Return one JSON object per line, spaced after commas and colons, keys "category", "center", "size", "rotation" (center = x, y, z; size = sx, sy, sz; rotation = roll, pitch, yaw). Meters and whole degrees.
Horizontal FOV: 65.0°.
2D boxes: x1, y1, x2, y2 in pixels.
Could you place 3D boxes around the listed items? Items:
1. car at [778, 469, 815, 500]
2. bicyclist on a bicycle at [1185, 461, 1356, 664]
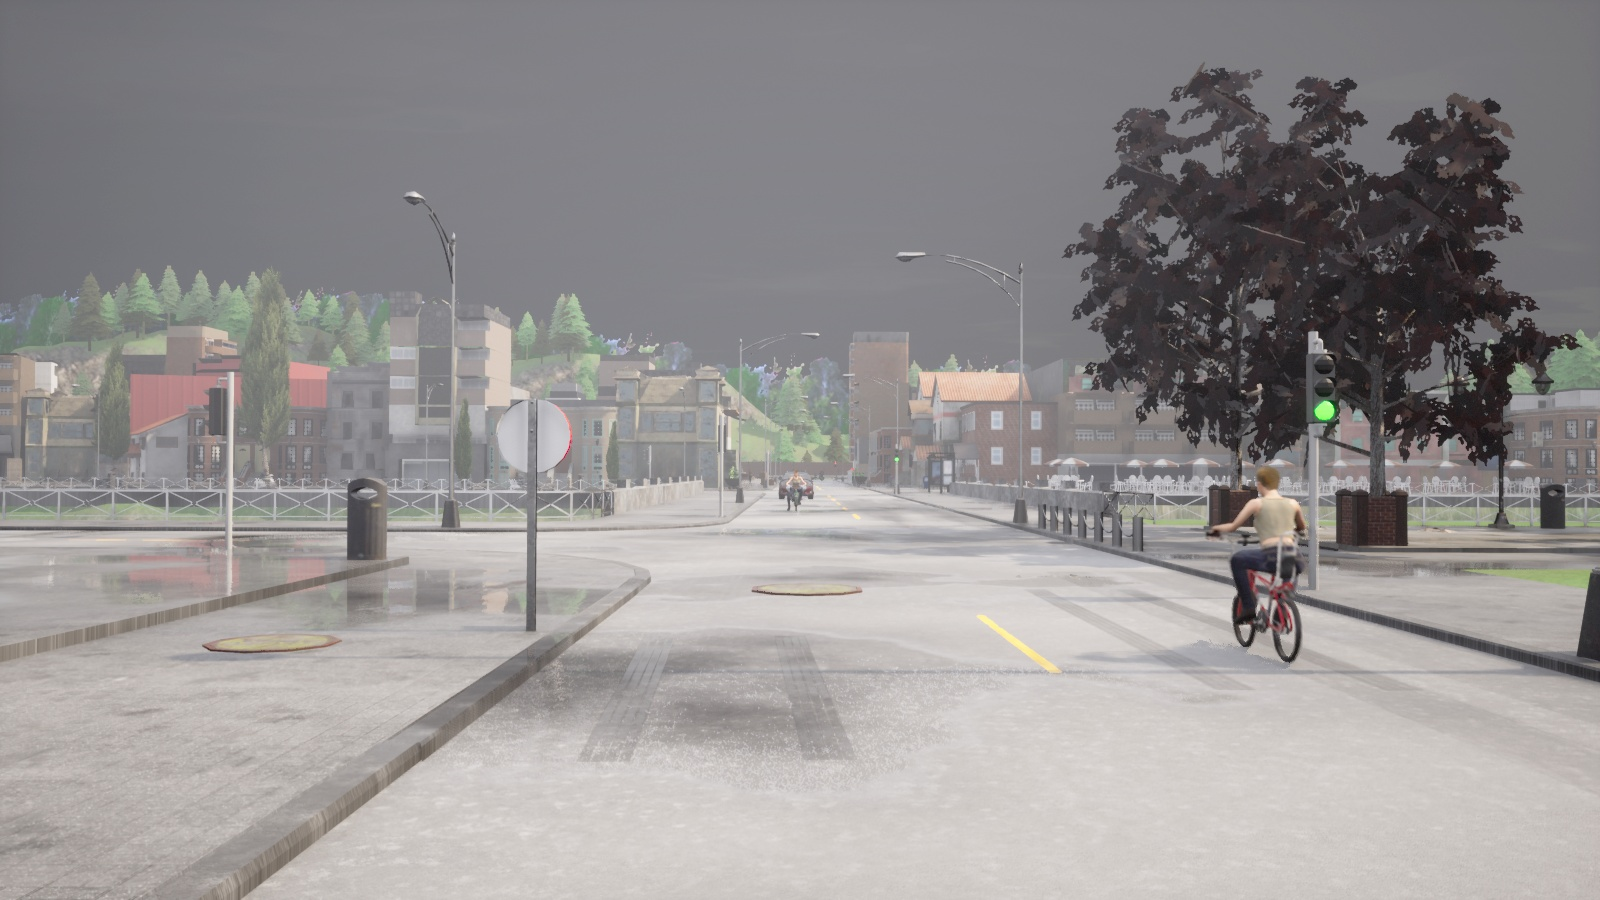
{"category": "car", "center": [-0.192, 1.917, 69.955], "size": [2.033, 1.649, 4.856], "rotation": [0, -1, 0]}
{"category": "bicyclist on a bicycle", "center": [3.972, 0.916, 10.741], "size": [0.866, 1.612, 1.509], "rotation": [0, -2, 0]}
